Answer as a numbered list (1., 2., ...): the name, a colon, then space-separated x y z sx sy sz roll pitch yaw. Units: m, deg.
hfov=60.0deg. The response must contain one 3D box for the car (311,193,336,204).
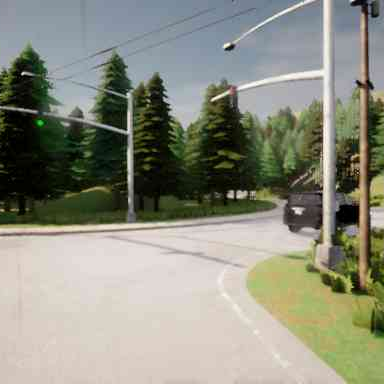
1. car: 18.343 0.852 46.663 1.812 1.442 4.674 0 1 2

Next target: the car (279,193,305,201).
1. car: 16.995 0.826 56.897 1.895 1.301 4.718 -1 1 -18

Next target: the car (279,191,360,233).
1. car: 6.787 0.961 16.593 5.566 2.045 2.150 -1 1 -40
